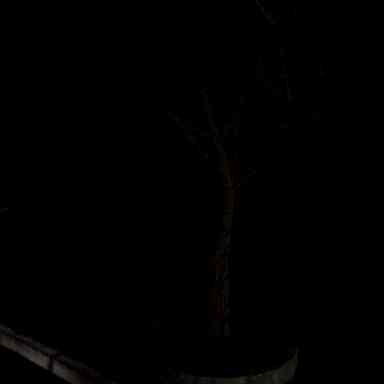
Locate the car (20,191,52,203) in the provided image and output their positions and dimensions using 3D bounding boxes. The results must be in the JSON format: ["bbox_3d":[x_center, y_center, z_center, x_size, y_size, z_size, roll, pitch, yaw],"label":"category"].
[{"bbox_3d":[-19.543,0.921,41.591,2.150,2.045,5.566,1,0,32],"label":"car"}]
